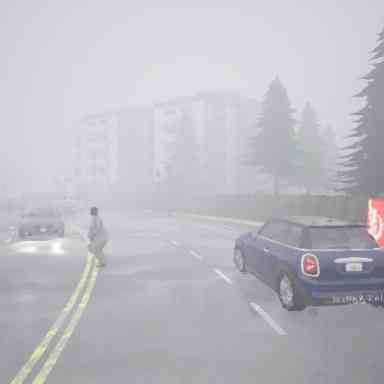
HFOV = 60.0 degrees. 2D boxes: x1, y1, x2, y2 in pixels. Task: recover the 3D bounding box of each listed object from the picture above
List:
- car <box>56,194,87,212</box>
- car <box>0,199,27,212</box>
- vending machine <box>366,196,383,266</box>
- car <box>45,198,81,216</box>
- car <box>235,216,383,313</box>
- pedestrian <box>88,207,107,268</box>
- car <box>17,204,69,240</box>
[{"bbox_3d":[-13.871,1.222,36.869,5.566,2.045,2.150,0,0,42],"label":"car"},{"bbox_3d":[-20.985,1.492,38.141,4.902,1.511,2.128,0,0,32],"label":"car"},{"bbox_3d":[6.265,1.195,10.471,1.100,2.100,0.880,0,0,-12],"label":"vending machine"},{"bbox_3d":[-12.824,1.547,31.258,2.033,1.411,5.357,0,0,-44],"label":"car"},{"bbox_3d":[2.538,1.351,7.963,2.097,1.767,4.553,0,0,-9],"label":"car"},{"bbox_3d":[-2.777,1.294,9.777,0.375,1.860,0.375,0,0,-14],"label":"pedestrian"},{"bbox_3d":[-7.739,1.564,17.188,1.994,1.385,4.181,0,0,-26],"label":"car"}]
